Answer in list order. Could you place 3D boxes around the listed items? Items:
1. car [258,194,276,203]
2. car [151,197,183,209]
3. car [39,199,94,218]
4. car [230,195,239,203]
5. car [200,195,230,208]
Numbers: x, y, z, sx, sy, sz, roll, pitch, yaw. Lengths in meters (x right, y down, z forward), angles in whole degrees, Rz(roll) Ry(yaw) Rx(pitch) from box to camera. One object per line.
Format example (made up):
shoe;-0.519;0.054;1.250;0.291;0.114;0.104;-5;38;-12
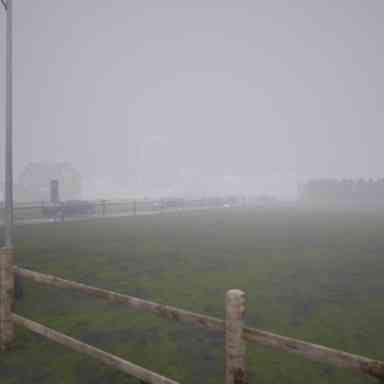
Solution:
car;13.892;1.063;61.420;2.097;1.767;4.553;-1;0;36
car;-3.118;1.353;41.868;2.128;1.511;4.902;-1;0;35
car;-11.263;1.400;30.040;1.882;1.535;5.008;-1;0;35
car;6.115;1.295;55.135;1.837;1.490;4.892;-1;0;35
car;2.906;1.372;45.432;1.994;1.385;4.181;-1;0;35
